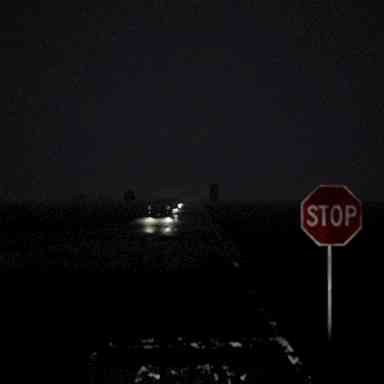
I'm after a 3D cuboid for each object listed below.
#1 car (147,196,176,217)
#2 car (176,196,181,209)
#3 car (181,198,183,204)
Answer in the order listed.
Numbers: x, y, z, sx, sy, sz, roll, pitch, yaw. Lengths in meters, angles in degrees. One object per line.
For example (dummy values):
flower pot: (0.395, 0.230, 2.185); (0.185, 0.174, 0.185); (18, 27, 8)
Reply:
car: (-2.879, 1.354, 30.826); (2.097, 1.767, 4.553); (0, 0, 0)
car: (-2.889, 1.522, 46.806); (1.837, 1.490, 4.892); (0, 0, 0)
car: (-2.826, 1.536, 65.073); (2.128, 1.511, 4.902); (0, 0, 0)
